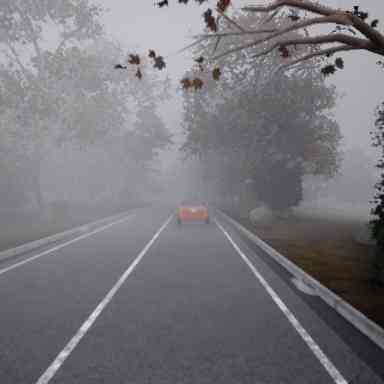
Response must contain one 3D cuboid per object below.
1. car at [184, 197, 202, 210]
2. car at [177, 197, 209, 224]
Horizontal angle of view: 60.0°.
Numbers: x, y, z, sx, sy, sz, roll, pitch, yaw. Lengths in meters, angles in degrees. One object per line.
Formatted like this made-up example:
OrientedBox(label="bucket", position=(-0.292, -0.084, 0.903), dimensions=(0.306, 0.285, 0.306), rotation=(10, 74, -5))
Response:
OrientedBox(label="car", position=(0.089, 1.433, 41.673), dimensions=(2.128, 1.511, 4.902), rotation=(0, -1, 0))
OrientedBox(label="car", position=(0.094, 1.226, 23.509), dimensions=(2.097, 1.767, 4.553), rotation=(0, 0, 0))
